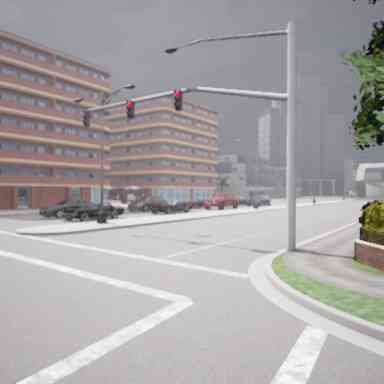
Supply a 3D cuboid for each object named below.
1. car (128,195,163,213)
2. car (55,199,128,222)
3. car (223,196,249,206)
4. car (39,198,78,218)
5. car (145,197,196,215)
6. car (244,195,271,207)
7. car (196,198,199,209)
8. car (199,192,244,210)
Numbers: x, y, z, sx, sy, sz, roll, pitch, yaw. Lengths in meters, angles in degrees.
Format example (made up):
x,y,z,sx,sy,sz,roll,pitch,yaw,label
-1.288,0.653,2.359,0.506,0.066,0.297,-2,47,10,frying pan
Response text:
x,y,z,sx,sy,sz,roll,pitch,yaw,label
-4.570,1.156,34.653,2.097,1.767,4.553,1,0,35,car
-7.374,1.433,24.909,1.895,1.301,4.718,1,0,33,car
6.737,1.332,50.129,1.812,1.442,4.674,1,0,36,car
-9.976,1.308,27.243,1.837,1.490,4.892,1,0,36,car
-1.961,1.432,32.304,1.895,1.301,4.718,0,0,36,car
9.671,1.187,48.211,2.097,1.767,4.553,1,0,36,car
0.683,1.406,41.870,1.895,1.301,4.718,1,0,36,car
3.618,1.056,39.947,2.150,2.045,5.566,1,0,36,car
